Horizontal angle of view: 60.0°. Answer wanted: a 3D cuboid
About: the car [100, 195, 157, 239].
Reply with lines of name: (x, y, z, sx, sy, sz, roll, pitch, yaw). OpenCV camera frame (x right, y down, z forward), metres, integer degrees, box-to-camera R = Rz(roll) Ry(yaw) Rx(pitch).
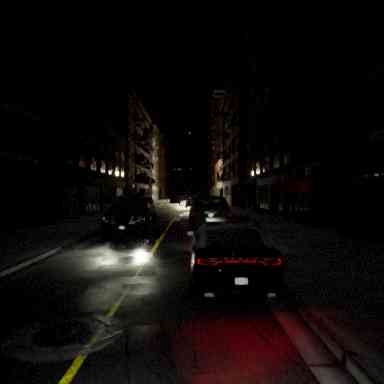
car: (-3.098, 1.210, 17.443, 2.150, 2.045, 5.566, 0, 0, 0)

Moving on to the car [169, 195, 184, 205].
car: (-3.050, 1.535, 60.437, 2.033, 1.411, 5.357, 0, 0, 1)

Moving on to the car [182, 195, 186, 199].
car: (0.033, 1.533, 46.861, 2.033, 1.411, 5.357, 0, 0, 1)

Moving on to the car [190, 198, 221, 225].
car: (0.904, 1.338, 24.504, 2.097, 1.767, 4.553, 0, 0, 0)

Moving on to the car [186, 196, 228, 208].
car: (0.904, 1.214, 18.564, 2.150, 2.045, 5.566, 0, 0, 0)

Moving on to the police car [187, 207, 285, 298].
police car: (0.901, 1.419, 8.644, 1.930, 1.638, 5.238, 0, 0, 0)
